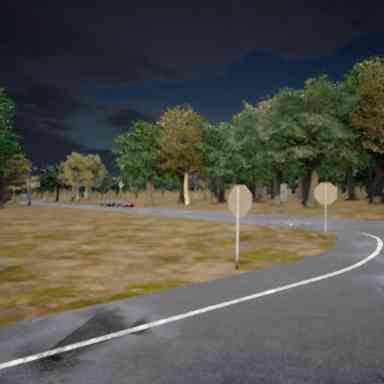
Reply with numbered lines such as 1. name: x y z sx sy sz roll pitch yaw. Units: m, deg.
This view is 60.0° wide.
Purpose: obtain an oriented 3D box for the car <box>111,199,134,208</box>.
1. car: -10.977 1.886 54.101 1.994 1.385 4.181 1 -1 -34

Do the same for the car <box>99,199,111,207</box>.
1. car: -15.351 2.011 60.445 1.994 1.385 4.181 1 -2 -34
